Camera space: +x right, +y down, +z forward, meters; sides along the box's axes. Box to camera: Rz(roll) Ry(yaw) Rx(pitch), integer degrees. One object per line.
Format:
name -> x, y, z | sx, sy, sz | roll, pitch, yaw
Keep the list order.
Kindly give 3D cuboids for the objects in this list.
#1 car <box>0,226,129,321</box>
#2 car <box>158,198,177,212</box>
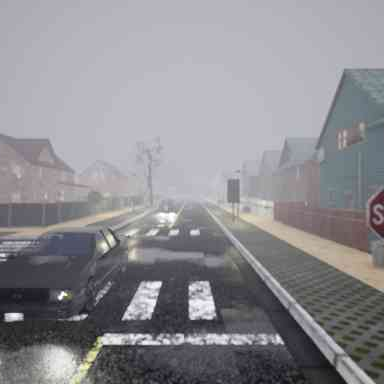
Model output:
car -> -2.761, 1.551, 7.827 | 2.033, 1.411, 5.357 | 0, 0, 0
car -> -2.803, 1.508, 38.695 | 2.128, 1.511, 4.902 | 0, 0, 0
